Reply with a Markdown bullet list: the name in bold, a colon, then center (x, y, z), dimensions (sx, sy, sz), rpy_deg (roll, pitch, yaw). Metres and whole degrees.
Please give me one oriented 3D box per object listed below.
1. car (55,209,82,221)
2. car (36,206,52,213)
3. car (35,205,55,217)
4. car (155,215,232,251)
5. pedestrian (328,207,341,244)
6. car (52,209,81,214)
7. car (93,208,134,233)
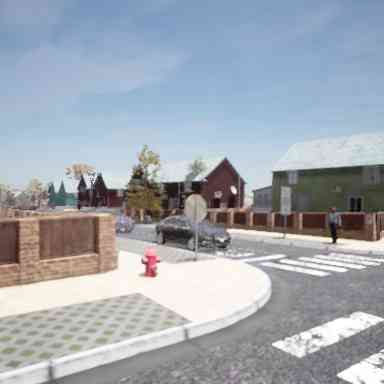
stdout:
- **car**: center (-16.513, 2.956, 44.135), dimensions (2.033, 1.411, 5.357), rpy_deg (2, -3, -35)
- **car**: center (-17.949, 2.776, 41.185), dimensions (1.837, 1.490, 4.892), rpy_deg (2, -3, -35)
- **car**: center (-24.403, 3.138, 55.062), dimensions (2.097, 1.767, 4.553), rpy_deg (2, -3, -36)
- **car**: center (-0.074, 1.924, 16.321), dimensions (1.837, 1.490, 4.892), rpy_deg (2, -3, -35)
- **pedestrian**: center (7.071, 1.642, 16.521), dimensions (0.375, 1.860, 0.375), rpy_deg (0, 0, -36)
- **car**: center (-11.867, 2.457, 32.707), dimensions (1.882, 1.535, 5.008), rpy_deg (2, -3, -35)
- **car**: center (-6.057, 2.056, 24.671), dimensions (2.097, 1.767, 4.553), rpy_deg (2, -3, -36)
